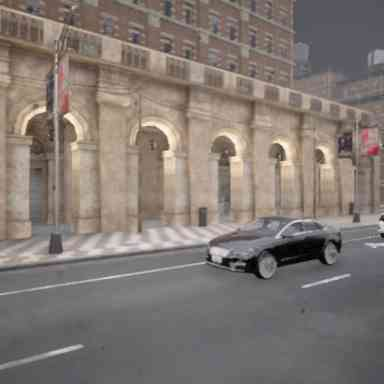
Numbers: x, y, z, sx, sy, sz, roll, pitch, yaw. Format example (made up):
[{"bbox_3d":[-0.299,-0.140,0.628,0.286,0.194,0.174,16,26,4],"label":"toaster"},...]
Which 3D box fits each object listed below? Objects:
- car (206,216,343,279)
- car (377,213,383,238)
[{"bbox_3d":[2.649,1.508,10.185,4.902,1.511,2.128,0,0,-35],"label":"car"},{"bbox_3d":[11.423,1.256,16.465,5.566,2.045,2.150,0,0,-36],"label":"car"}]
